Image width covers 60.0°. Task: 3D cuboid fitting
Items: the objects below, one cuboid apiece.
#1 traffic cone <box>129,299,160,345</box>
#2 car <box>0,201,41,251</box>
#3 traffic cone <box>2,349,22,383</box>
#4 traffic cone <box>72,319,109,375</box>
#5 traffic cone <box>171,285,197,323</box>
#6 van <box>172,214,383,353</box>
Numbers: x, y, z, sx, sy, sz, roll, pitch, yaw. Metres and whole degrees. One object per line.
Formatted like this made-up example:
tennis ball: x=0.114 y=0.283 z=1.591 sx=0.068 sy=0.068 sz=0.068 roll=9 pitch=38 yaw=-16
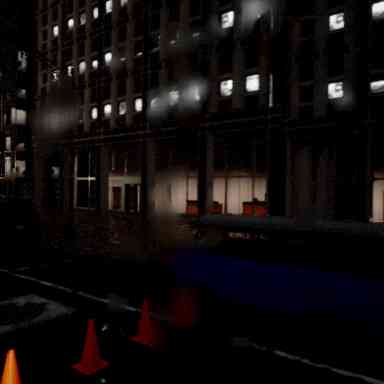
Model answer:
traffic cone: x=-0.721 y=1.949 z=5.101 sx=0.340 sy=0.580 sz=0.340 roll=0 pitch=0 yaw=36
car: x=-7.718 y=1.251 z=12.531 sx=5.009 sy=1.841 sz=2.192 roll=0 pitch=1 yaw=36
traffic cone: x=-1.887 y=1.941 z=3.476 sx=0.340 sy=0.580 sz=0.340 roll=0 pitch=0 yaw=36
traffic cone: x=-1.304 y=1.945 z=4.289 sx=0.340 sy=0.580 sz=0.340 roll=0 pitch=0 yaw=36
traffic cone: x=-0.138 y=1.952 z=5.913 sx=0.340 sy=0.580 sz=0.340 roll=0 pitch=0 yaw=36
van: x=1.518 y=1.351 z=5.905 sx=3.998 sy=1.788 sz=1.690 roll=0 pitch=1 yaw=36
